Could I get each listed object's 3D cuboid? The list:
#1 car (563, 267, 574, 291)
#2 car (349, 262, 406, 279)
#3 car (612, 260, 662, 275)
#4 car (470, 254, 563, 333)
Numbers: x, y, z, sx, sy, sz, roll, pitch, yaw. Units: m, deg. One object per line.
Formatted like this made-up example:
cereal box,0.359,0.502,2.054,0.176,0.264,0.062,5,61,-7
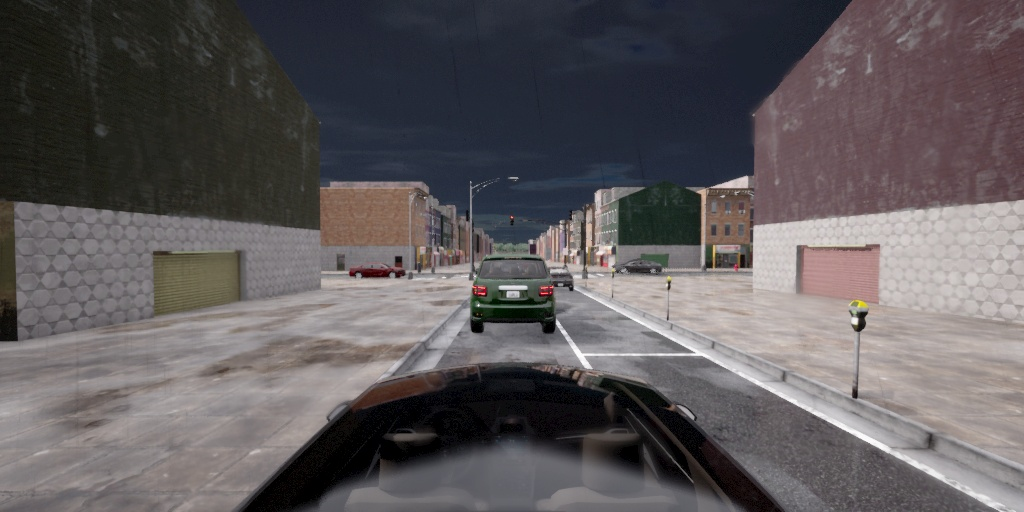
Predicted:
car,2.593,1.296,21.274,2.007,1.370,4.403,0,0,0
car,-12.398,1.336,33.202,5.008,1.535,1.882,0,1,-1
car,12.582,1.142,36.241,4.892,1.490,1.837,0,1,2
car,0.029,0.968,10.859,2.150,2.045,5.566,0,0,0
